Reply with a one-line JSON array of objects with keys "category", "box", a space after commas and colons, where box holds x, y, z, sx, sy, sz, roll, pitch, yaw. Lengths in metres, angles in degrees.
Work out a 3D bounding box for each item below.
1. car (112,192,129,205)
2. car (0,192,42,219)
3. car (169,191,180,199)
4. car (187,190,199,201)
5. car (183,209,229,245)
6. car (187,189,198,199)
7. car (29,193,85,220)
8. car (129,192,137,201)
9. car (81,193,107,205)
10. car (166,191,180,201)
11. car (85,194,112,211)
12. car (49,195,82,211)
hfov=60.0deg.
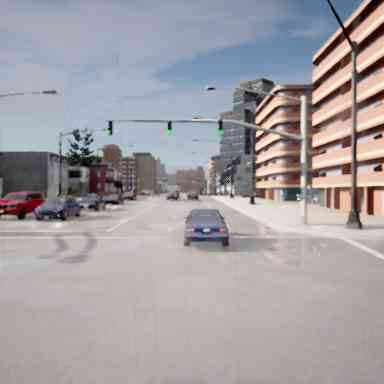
[{"category": "car", "box": [-10.266, 0.981, 44.385, 2.033, 1.411, 5.357, 0, 1, 0]}, {"category": "car", "box": [-13.688, 1.003, 26.649, 2.150, 2.045, 5.566, 0, 1, -1]}, {"category": "car", "box": [-3.430, 0.549, 66.644, 1.994, 1.385, 4.181, 0, 1, -1]}, {"category": "car", "box": [0.162, 0.678, 56.116, 2.128, 1.511, 4.902, 0, 1, -1]}, {"category": "car", "box": [0.567, 1.462, 14.881, 2.033, 1.411, 5.357, 0, 0, 0]}, {"category": "car", "box": [0.071, 0.342, 66.514, 2.097, 1.767, 4.553, 0, 1, -1]}, {"category": "car", "box": [-10.168, 1.149, 25.458, 2.097, 1.767, 4.553, 0, 1, 0]}, {"category": "car", "box": [-10.327, 0.691, 54.826, 1.882, 1.535, 5.008, 0, 1, -1]}, {"category": "car", "box": [-13.758, 0.926, 46.983, 2.033, 1.411, 5.357, 0, 1, -1]}, {"category": "car", "box": [-3.341, 0.777, 56.608, 1.895, 1.301, 4.718, 0, 1, -1]}, {"category": "car", "box": [-10.238, 1.130, 34.540, 2.128, 1.511, 4.902, 0, 1, -1]}, {"category": "car", "box": [-13.748, 1.127, 36.395, 1.812, 1.442, 4.674, 0, 1, 0]}]
